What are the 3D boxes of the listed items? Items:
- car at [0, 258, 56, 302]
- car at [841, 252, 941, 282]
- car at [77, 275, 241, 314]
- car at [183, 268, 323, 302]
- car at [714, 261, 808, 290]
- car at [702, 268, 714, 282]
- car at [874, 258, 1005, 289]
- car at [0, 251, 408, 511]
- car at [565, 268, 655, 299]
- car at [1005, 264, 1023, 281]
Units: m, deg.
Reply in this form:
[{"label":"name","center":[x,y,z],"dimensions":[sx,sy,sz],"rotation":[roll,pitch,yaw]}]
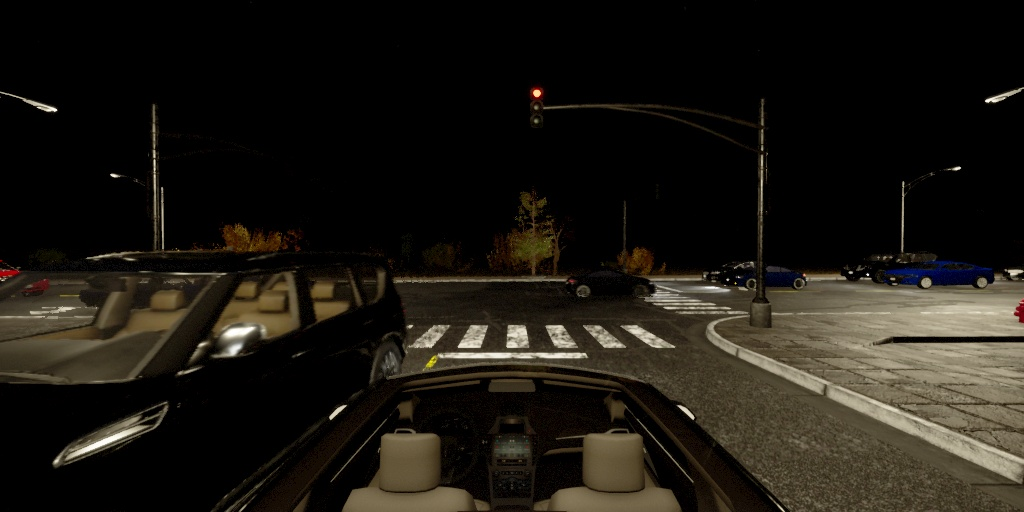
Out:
[{"label":"car","center":[-26.609,1.156,17.654],"dimensions":[5.566,2.045,2.150],"rotation":[-1,1,0]},{"label":"car","center":[25.405,0.737,23.932],"dimensions":[5.566,2.045,2.150],"rotation":[0,1,1]},{"label":"car","center":[-13.854,1.491,14.281],"dimensions":[4.718,1.301,1.895],"rotation":[0,1,1]},{"label":"car","center":[-12.488,1.379,17.541],"dimensions":[5.357,1.411,2.033],"rotation":[-1,1,0]},{"label":"car","center":[14.497,1.187,20.775],"dimensions":[4.181,1.385,1.994],"rotation":[0,1,0]},{"label":"car","center":[15.379,1.068,24.017],"dimensions":[4.902,1.511,2.128],"rotation":[0,1,0]},{"label":"car","center":[24.483,1.040,20.693],"dimensions":[5.008,1.535,1.882],"rotation":[0,1,0]},{"label":"car","center":[-2.704,0.971,3.068],"dimensions":[2.150,2.045,5.566],"rotation":[0,0,4]},{"label":"car","center":[4.682,1.281,17.410],"dimensions":[4.181,1.385,1.994],"rotation":[0,1,0]},{"label":"car","center":[35.886,0.946,23.838],"dimensions":[4.902,1.511,2.128],"rotation":[0,1,1]}]
